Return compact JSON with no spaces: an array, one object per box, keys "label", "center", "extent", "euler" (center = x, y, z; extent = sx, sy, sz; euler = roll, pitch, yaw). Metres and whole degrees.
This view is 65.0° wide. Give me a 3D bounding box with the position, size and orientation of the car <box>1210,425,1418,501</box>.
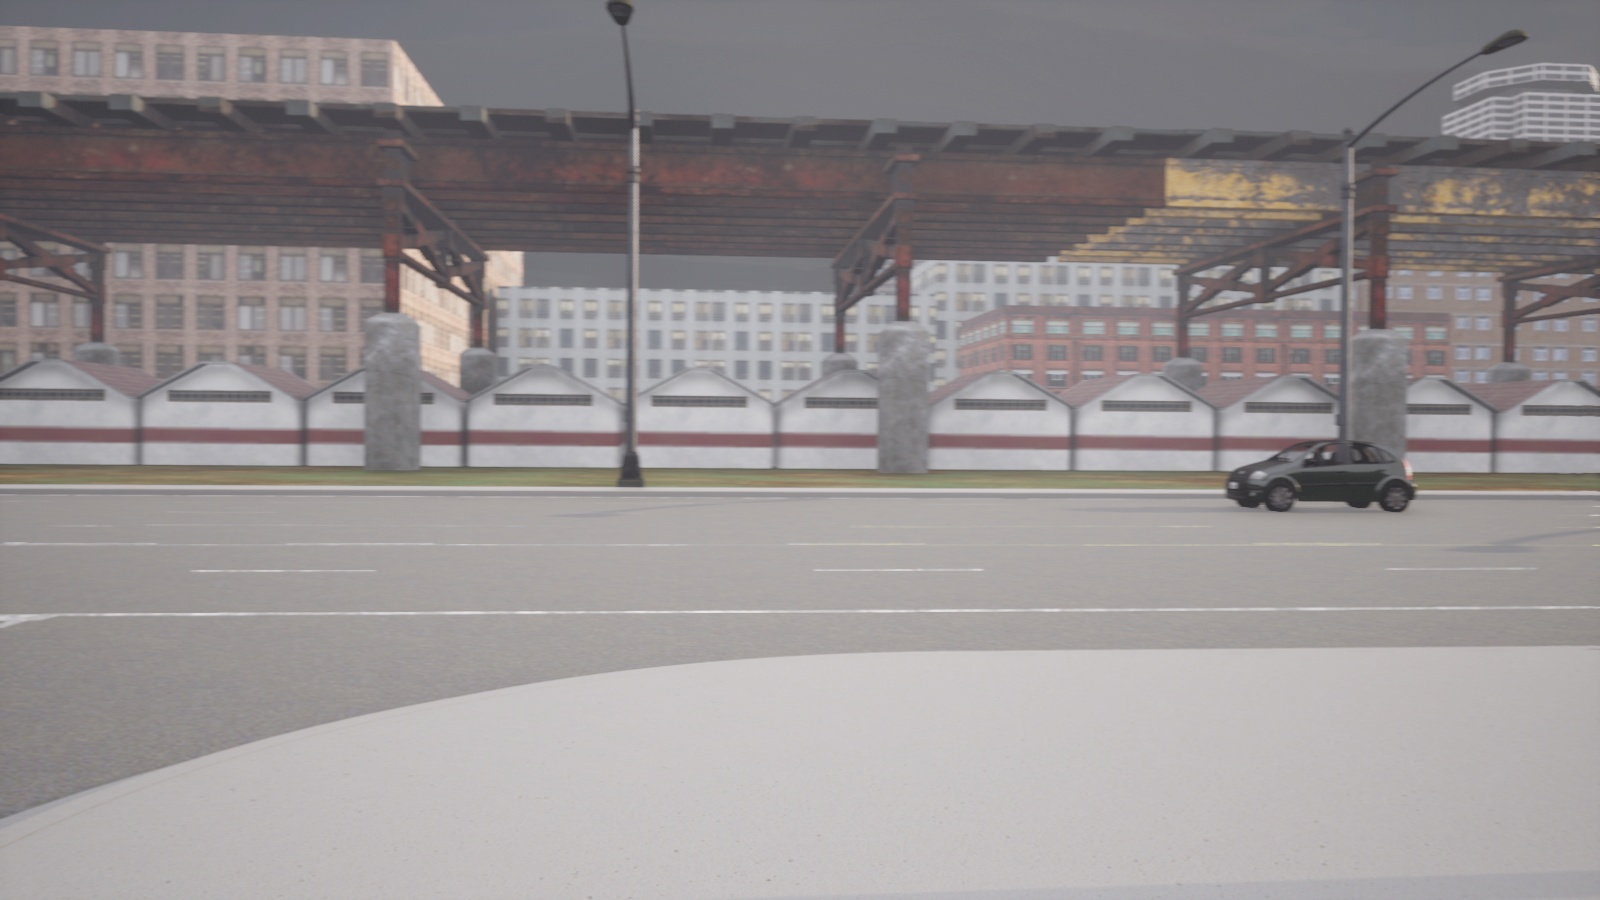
[{"label":"car","center":[11.707,0.274,28.744],"extent":[3.988,1.617,1.851],"euler":[-1,1,-6]}]
